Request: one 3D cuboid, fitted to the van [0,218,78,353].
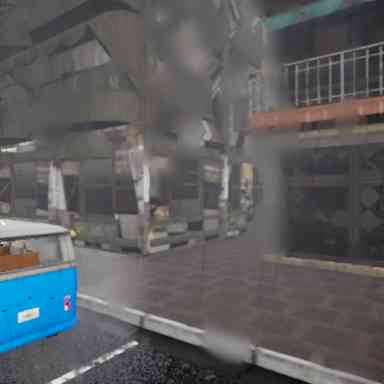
[{"bbox_3d":[-3.556,1.297,5.269,3.998,1.788,1.690,1,0,35],"label":"van"}]
